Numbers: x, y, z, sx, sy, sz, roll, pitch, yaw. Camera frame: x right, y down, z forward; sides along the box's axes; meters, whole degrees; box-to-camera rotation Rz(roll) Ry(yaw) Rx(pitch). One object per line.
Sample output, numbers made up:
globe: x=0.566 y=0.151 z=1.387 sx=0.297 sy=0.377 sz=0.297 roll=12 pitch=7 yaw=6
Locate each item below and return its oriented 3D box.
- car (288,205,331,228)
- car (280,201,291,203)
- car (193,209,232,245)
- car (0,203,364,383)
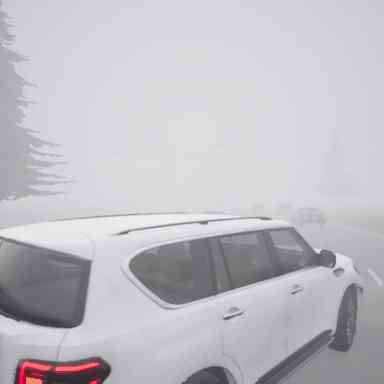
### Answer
car: x=8.975 y=1.825 z=25.898 sx=2.033 sy=1.411 sz=5.357 roll=-1 pitch=-1 yaw=7
car: x=12.524 y=2.011 z=44.657 sx=1.837 sy=1.490 sz=4.892 roll=-1 pitch=-2 yaw=13
car: x=1.163 y=1.761 z=18.003 sx=1.837 sy=1.490 sz=4.892 roll=0 pitch=-1 yaw=5
car: x=0.318 y=1.287 z=4.278 sx=2.150 sy=2.045 sz=5.566 roll=-1 pitch=-1 yaw=43
